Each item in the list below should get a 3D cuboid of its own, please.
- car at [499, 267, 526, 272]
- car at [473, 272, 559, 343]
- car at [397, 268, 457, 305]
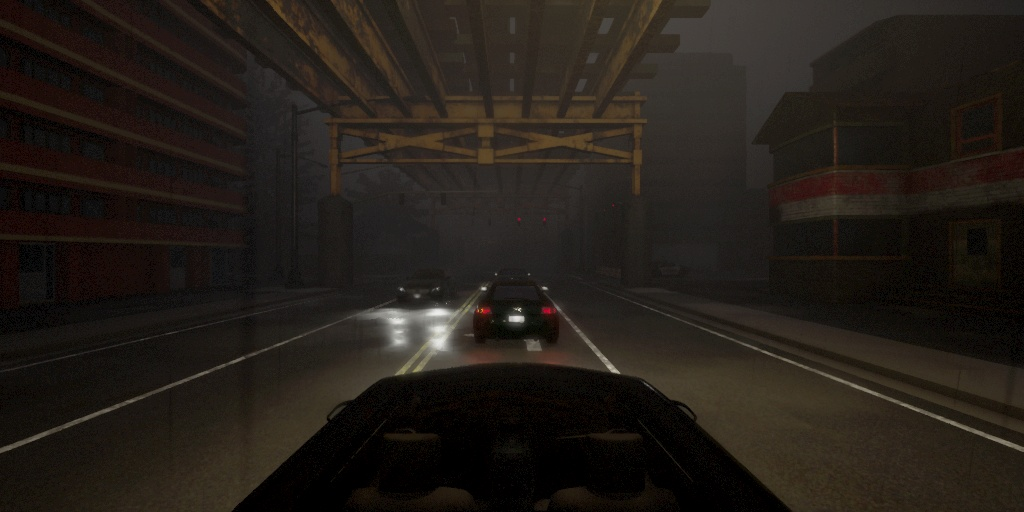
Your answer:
[{"bbox_3d":[0.032,1.280,19.616,2.033,1.411,5.357,0,0,0],"label":"car"},{"bbox_3d":[0.076,1.311,9.666,1.994,1.385,4.181,0,0,-1],"label":"car"},{"bbox_3d":[-3.621,1.263,16.009,1.812,1.442,4.674,0,0,0],"label":"car"}]
